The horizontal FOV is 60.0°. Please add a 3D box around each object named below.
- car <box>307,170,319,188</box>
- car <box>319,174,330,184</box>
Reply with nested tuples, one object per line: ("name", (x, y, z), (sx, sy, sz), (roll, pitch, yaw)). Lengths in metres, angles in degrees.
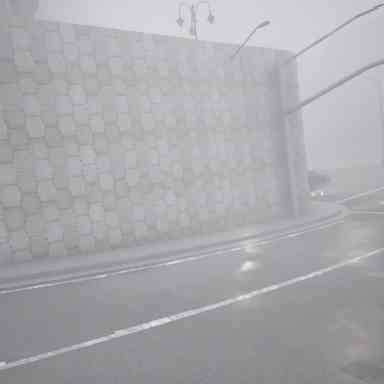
("car", (8.045, -0.739, 29.592), (2.033, 1.411, 5.357), (-11, 7, -35))
("car", (10.714, -1.344, 31.799), (1.837, 1.490, 4.892), (-11, 6, -34))
